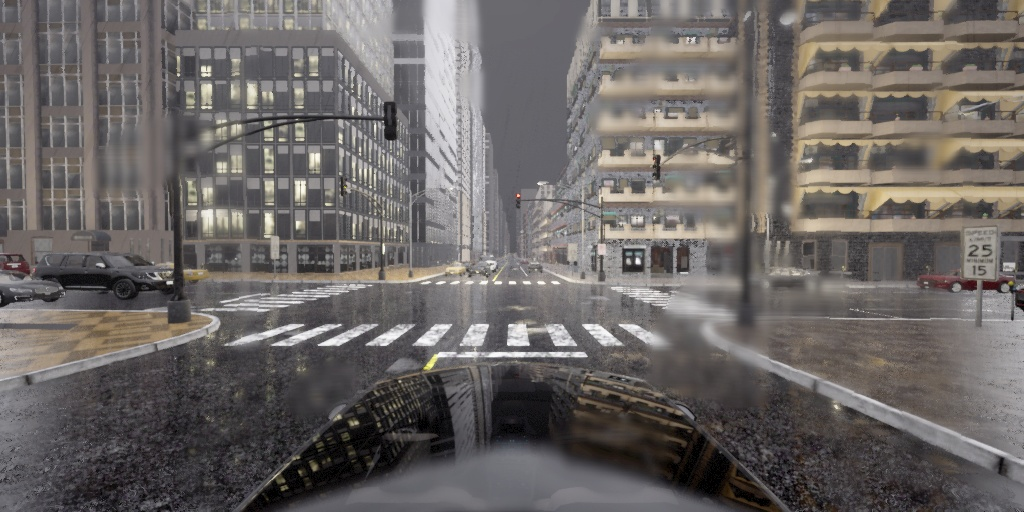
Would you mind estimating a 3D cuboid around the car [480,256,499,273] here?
[{"bbox_3d":[-3.096,0.960,44.398,2.150,2.045,5.566,0,0,0],"label":"car"}]

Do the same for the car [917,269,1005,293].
[{"bbox_3d":[27.375,1.462,21.691,4.507,1.381,1.888,0,0,1],"label":"car"}]

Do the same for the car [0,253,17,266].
[{"bbox_3d":[-33.613,0.712,22.549,5.009,1.841,2.192,0,0,1],"label":"car"}]

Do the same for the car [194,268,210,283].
[{"bbox_3d":[-21.666,1.029,22.345,4.829,1.417,1.751,0,0,1],"label":"car"}]

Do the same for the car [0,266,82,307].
[{"bbox_3d":[-20.286,1.204,14.011,4.403,1.370,2.007,0,0,1],"label":"car"}]

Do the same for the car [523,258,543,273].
[{"bbox_3d":[2.690,1.289,42.317,2.007,1.370,4.403,0,0,0],"label":"car"}]

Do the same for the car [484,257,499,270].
[{"bbox_3d":[-3.087,1.088,54.541,2.097,1.767,4.553,0,0,0],"label":"car"}]

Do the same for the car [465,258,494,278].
[{"bbox_3d":[-3.095,1.245,34.698,1.837,1.490,4.892,0,0,0],"label":"car"}]

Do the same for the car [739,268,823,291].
[{"bbox_3d":[16.309,1.376,21.847,4.403,1.370,2.007,0,0,1],"label":"car"}]

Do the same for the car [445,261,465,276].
[{"bbox_3d":[-5.691,1.265,36.493,1.751,1.417,4.829,0,0,0],"label":"car"}]

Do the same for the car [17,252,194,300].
[{"bbox_3d":[-18.482,0.848,16.531,5.566,2.045,2.150,1,1,1],"label":"car"}]

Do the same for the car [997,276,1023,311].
[{"bbox_3d":[21.716,1.576,13.390,4.313,1.339,1.948,0,0,1],"label":"car"}]
